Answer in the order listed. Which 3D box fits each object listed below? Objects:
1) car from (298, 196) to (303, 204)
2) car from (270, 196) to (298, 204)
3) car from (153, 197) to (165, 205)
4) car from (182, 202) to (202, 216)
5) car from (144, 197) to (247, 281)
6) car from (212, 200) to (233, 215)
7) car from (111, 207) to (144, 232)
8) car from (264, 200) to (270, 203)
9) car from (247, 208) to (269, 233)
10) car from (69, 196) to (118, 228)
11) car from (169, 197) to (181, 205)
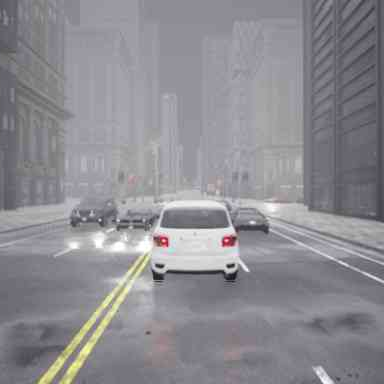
[{"bbox_3d":[25.635,1.887,74.262,5.009,1.841,2.192,1,-1,0],"label":"car"},{"bbox_3d":[20.545,2.047,74.262,4.507,1.381,1.887,1,-1,0],"label":"car"},{"bbox_3d":[-6.671,1.757,67.965,2.033,1.411,5.357,0,0,0],"label":"car"},{"bbox_3d":[0.010,1.732,34.872,1.895,1.301,4.718,0,0,0],"label":"car"},{"bbox_3d":[0.054,1.266,10.100,2.150,2.045,5.566,0,0,0],"label":"car"},{"bbox_3d":[3.256,1.661,36.314,1.812,1.442,4.674,0,0,0],"label":"car"},{"bbox_3d":[-3.402,1.685,20.704,1.895,1.301,4.718,0,0,0],"label":"car"},{"bbox_3d":[20.383,2.071,82.790,4.829,1.417,1.752,1,-1,0],"label":"car"},{"bbox_3d":[3.296,1.644,20.130,1.994,1.385,4.181,0,0,0],"label":"car"},{"bbox_3d":[-6.658,1.315,23.291,2.150,2.045,5.566,0,0,0],"label":"car"},{"bbox_3d":[-3.421,1.724,67.973,2.128,1.511,4.902,0,0,0],"label":"car"}]
